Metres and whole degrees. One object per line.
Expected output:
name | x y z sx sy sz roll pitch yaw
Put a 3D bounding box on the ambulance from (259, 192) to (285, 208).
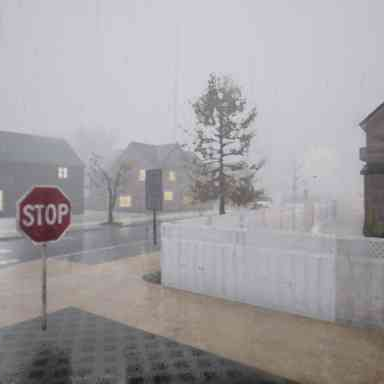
ambulance | 8.869 1.238 38.813 2.351 2.431 6.366 -1 -1 34
